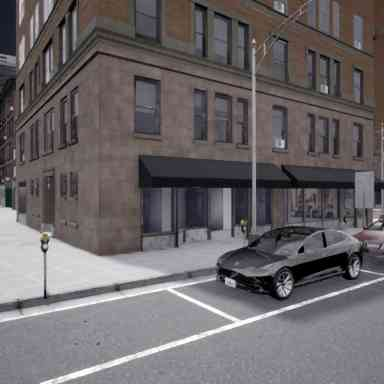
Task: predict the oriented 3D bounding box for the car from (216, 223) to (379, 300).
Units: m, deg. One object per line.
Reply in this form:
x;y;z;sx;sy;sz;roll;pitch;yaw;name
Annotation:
2.592;1.566;8.378;4.313;1.339;1.947;0;0;-35;car

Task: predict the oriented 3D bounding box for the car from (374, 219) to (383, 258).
7.073;1.582;11.569;4.206;1.307;1.802;0;0;-35;car
